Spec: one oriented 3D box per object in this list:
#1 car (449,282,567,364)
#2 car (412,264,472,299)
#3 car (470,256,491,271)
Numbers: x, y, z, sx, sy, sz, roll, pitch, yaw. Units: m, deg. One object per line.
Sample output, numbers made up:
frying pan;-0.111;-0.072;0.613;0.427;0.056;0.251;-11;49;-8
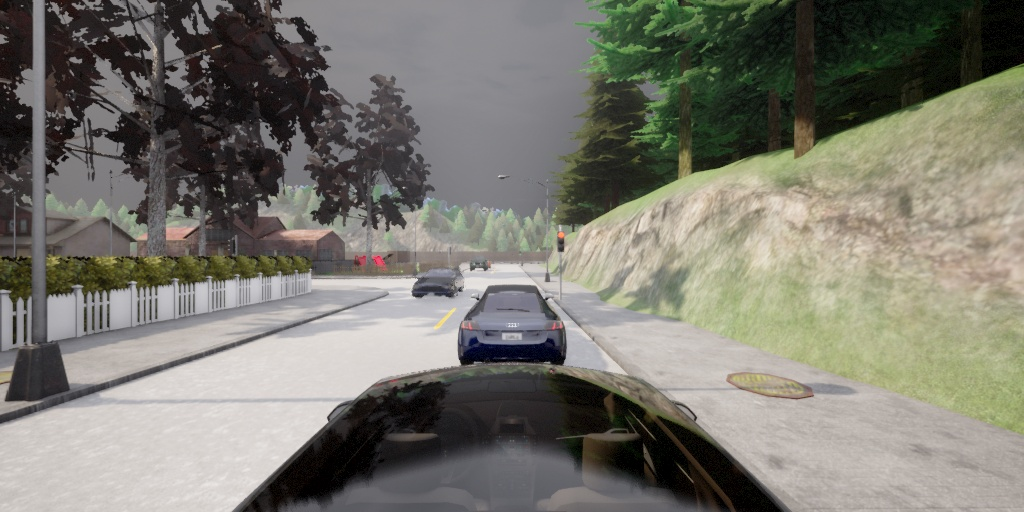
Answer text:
car;0.006;1.316;7.997;1.994;1.385;4.181;0;0;0
car;-3.544;1.303;18.475;2.033;1.411;5.357;0;0;0
car;-4.525;0.988;49.483;2.150;2.045;5.566;0;0;0
